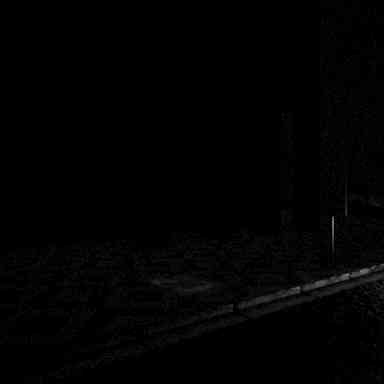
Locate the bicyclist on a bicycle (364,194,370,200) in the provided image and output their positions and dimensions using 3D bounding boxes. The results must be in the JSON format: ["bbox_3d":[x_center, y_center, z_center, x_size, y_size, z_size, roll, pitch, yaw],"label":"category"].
[{"bbox_3d":[20.789,1.029,39.608,1.656,1.620,0.582,0,1,-36],"label":"bicyclist on a bicycle"}]

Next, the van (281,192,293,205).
[{"bbox_3d":[12.199,0.930,46.548,1.690,1.788,3.998,1,0,-36],"label":"van"}]

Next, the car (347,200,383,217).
[{"bbox_3d":[14.771,1.366,28.275,2.008,1.369,4.403,1,0,-36],"label":"car"}]
